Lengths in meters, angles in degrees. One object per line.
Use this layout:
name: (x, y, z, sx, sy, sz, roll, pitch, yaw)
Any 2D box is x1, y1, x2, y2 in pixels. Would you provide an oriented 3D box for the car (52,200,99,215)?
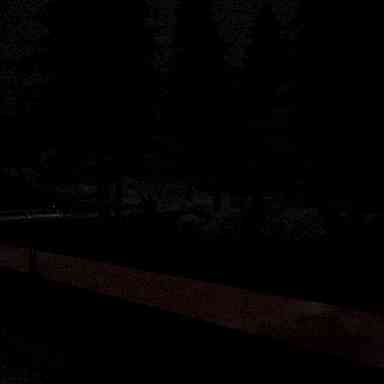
car: (-11.000, 1.438, 32.200, 1.895, 1.301, 4.718, 0, 0, 36)

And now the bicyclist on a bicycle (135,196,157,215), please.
bicyclist on a bicycle: (-4.125, 1.142, 28.461, 1.656, 1.620, 0.582, 0, 0, 15)

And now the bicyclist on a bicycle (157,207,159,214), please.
bicyclist on a bicycle: (-3.563, 1.143, 28.944, 1.656, 1.620, 0.582, 0, 0, 22)
